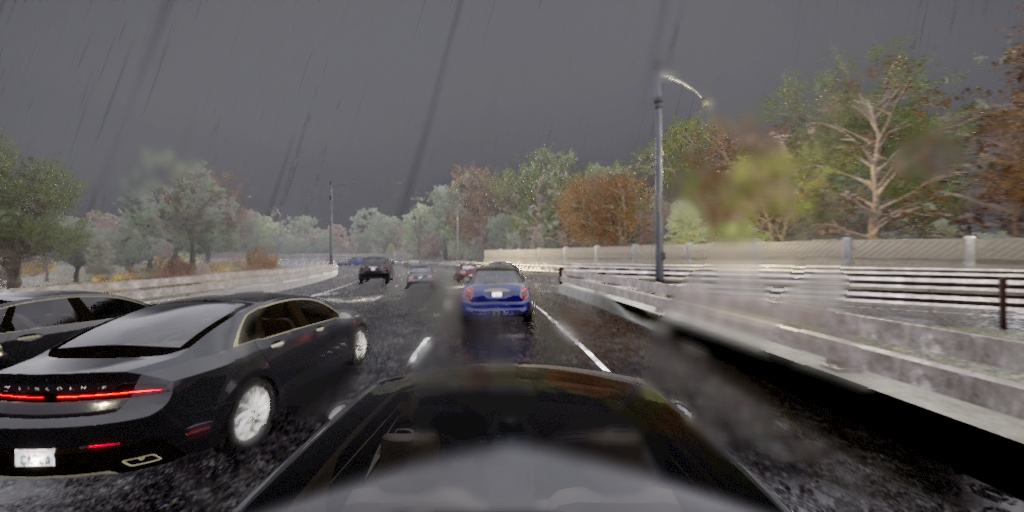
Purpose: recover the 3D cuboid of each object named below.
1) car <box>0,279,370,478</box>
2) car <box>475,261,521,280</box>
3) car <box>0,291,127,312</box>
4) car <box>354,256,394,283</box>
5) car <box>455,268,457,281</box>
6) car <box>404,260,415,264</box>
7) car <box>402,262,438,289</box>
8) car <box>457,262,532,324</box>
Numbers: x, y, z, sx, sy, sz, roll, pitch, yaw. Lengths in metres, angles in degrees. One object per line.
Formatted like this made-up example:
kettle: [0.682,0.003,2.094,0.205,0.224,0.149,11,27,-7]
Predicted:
car: [-3.640,1.273,5.107,1.837,1.490,4.892,0,0,-2]
car: [-1.366,1.287,32.926,1.837,1.490,4.892,-1,0,-35]
car: [-7.146,1.287,5.558,1.837,1.490,4.892,0,0,-2]
car: [-10.648,1.048,28.330,2.150,2.045,5.566,0,0,-15]
car: [-3.475,1.328,28.333,1.812,1.442,4.674,0,-1,-13]
car: [-16.898,1.435,60.272,2.033,1.411,5.357,0,0,-32]
car: [-5.964,1.351,23.937,2.033,1.411,5.357,0,0,-12]
car: [-0.600,1.119,12.318,2.097,1.767,4.553,0,0,-5]
